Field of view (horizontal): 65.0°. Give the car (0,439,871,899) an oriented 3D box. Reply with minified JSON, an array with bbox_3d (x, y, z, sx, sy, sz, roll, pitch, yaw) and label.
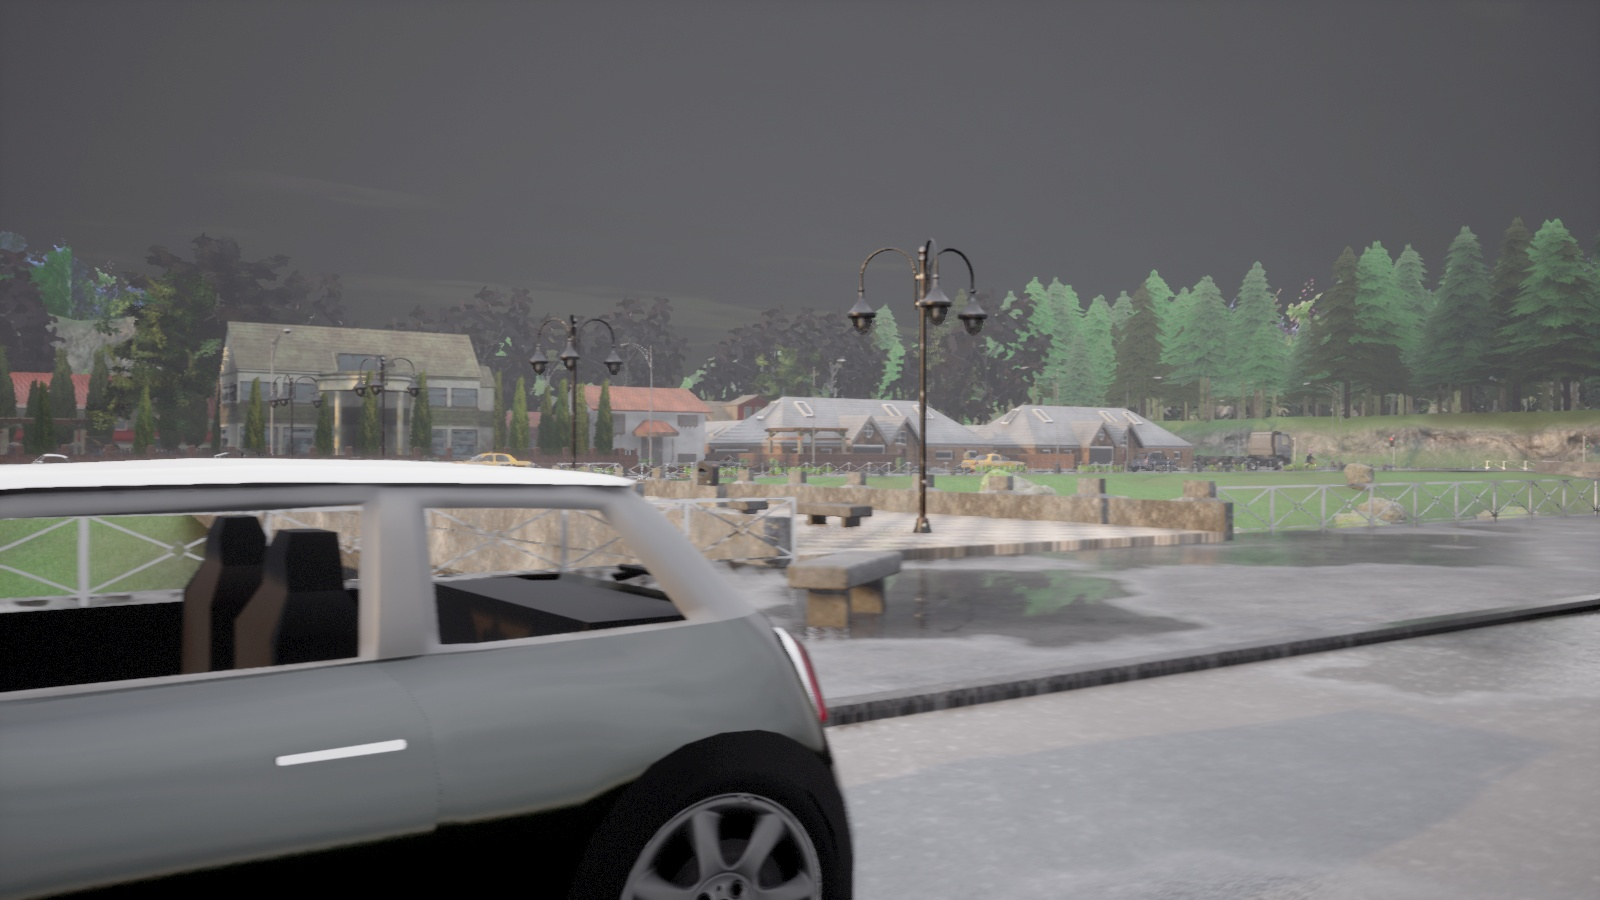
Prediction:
[{"bbox_3d":[-1.945,0.721,2.913,3.806,1.475,1.970,0,0,-35],"label":"car"}]

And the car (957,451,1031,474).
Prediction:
[{"bbox_3d":[13.767,0.873,88.989,5.366,1.575,1.801,0,0,-35],"label":"car"}]

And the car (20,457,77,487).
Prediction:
[{"bbox_3d":[-35.609,1.021,59.511,2.207,1.376,1.481,0,0,-35],"label":"car"}]

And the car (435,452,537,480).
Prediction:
[{"bbox_3d":[-17.924,0.898,71.814,5.366,1.575,1.801,0,0,-35],"label":"car"}]

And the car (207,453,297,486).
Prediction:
[{"bbox_3d":[-26.573,0.929,60.924,3.705,1.549,1.789,0,0,-35],"label":"car"}]
